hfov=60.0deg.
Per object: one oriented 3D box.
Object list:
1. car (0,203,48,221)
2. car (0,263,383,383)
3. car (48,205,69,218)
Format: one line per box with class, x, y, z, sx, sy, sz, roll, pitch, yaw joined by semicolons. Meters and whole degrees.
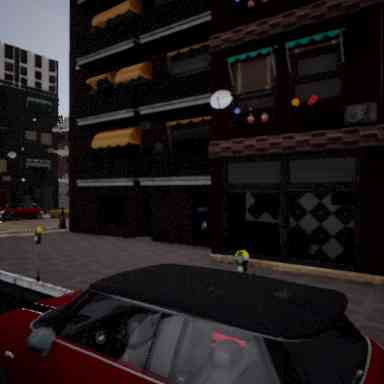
car;-16.007;1.763;30.680;1.967;1.590;4.097;-1;-2;35
car;-0.393;1.440;3.152;4.097;1.590;1.967;0;0;36
car;-12.947;1.949;35.069;1.752;1.417;4.829;-1;-2;35
